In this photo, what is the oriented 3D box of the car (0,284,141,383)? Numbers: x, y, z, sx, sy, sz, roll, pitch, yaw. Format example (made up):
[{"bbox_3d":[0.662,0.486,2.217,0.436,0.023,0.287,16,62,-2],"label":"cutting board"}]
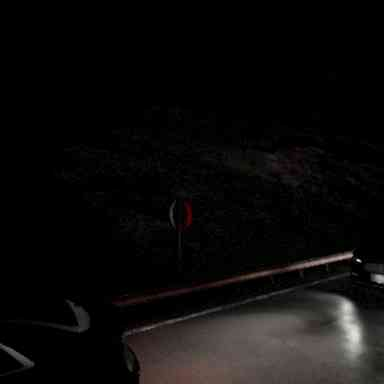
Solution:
[{"bbox_3d":[-2.724,1.508,2.053,4.892,1.490,1.837,0,0,-35],"label":"car"}]

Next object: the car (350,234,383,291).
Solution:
[{"bbox_3d":[5.766,1.477,8.093,4.902,1.511,2.128,0,0,-35],"label":"car"}]
